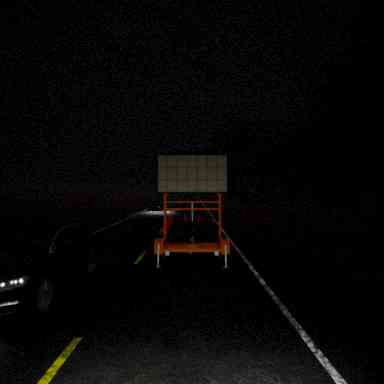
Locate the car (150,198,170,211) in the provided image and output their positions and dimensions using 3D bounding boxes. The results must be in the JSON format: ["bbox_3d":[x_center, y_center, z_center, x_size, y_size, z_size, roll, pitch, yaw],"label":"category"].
[{"bbox_3d":[-3.488,1.361,36.933,1.994,1.385,4.181,0,1,0],"label":"car"}]

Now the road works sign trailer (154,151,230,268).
[{"bbox_3d":[0.015,0.444,11.194,2.380,3.560,2.880,0,0,1],"label":"road works sign trailer"}]

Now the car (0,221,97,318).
[{"bbox_3d":[-3.597,1.482,7.599,2.128,1.511,4.902,0,0,0],"label":"car"}]
